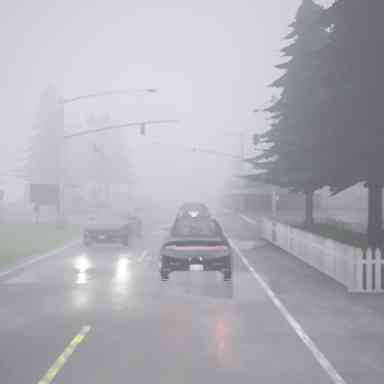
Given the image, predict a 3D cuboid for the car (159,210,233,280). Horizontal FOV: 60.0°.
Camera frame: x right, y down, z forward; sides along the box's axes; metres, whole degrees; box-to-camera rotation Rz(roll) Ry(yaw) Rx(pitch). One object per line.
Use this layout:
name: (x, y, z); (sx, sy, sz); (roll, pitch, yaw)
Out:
car: (0.101, 1.513, 9.991); (2.128, 1.511, 4.902); (0, 0, 0)

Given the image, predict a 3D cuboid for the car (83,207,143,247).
car: (-3.505, 1.513, 15.478); (1.882, 1.535, 5.008); (0, 0, 0)

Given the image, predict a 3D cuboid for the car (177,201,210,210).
car: (0.100, 1.357, 21.990); (2.097, 1.767, 4.553); (0, 1, 0)
